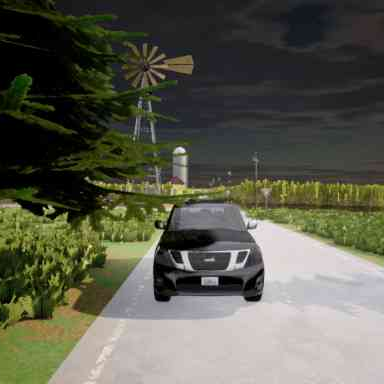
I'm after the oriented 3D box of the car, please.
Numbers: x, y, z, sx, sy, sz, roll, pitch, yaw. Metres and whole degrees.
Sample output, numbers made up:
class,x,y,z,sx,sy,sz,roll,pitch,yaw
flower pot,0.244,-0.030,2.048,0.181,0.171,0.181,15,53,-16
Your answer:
class,x,y,z,sx,sy,sz,roll,pitch,yaw
car,0.330,1.221,8.638,2.150,2.045,5.566,0,0,0
